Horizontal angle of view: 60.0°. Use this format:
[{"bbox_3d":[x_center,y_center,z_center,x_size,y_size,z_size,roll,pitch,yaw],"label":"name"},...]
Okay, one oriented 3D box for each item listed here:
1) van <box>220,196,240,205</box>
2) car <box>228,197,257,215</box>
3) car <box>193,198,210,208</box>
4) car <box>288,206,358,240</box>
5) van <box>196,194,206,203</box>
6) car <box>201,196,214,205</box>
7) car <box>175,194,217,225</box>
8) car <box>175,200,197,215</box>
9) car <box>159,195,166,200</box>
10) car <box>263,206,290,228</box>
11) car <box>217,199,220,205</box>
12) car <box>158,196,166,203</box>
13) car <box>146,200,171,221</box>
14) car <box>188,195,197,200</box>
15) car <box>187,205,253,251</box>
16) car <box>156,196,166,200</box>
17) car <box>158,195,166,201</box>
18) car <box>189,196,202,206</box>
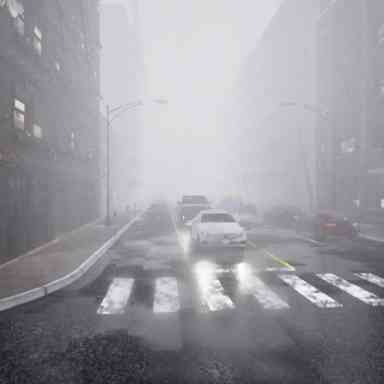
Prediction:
[{"bbox_3d":[4.717,1.333,38.641,1.690,1.788,3.998,0,0,-5],"label":"van"},{"bbox_3d":[5.183,1.537,33.137,1.887,1.381,4.507,0,0,-5],"label":"car"},{"bbox_3d":[1.343,1.593,47.923,1.895,1.301,4.718,0,0,-5],"label":"car"},{"bbox_3d":[6.579,1.576,16.626,1.802,1.307,4.206,0,0,-5],"label":"car"},{"bbox_3d":[1.926,1.339,71.664,1.690,1.788,3.998,-1,0,-5],"label":"van"},{"bbox_3d":[2.843,1.520,60.825,1.752,1.417,4.829,-1,0,-5],"label":"car"},{"bbox_3d":[0.137,1.214,24.091,2.150,2.045,5.566,0,0,-5],"label":"car"},{"bbox_3d":[-0.690,1.556,34.095,1.994,1.385,4.181,0,0,-5],"label":"car"},{"bbox_3d":[-8.284,1.553,92.986,1.887,1.381,4.507,0,0,-5],"label":"car"},{"bbox_3d":[6.113,1.559,22.130,1.947,1.339,4.313,0,0,-5],"label":"car"},{"bbox_3d":[4.253,1.558,44.145,1.947,1.339,4.313,0,0,-5],"label":"car"},{"bbox_3d":[-6.411,1.524,70.802,1.752,1.417,4.829,0,0,-5],"label":"car"},{"bbox_3d":[-2.704,1.558,26.940,1.947,1.339,4.313,0,0,-5],"label":"car"},{"bbox_3d":[0.068,1.559,93.679,2.008,1.369,4.403,-1,0,-5],"label":"car"},{"bbox_3d":[0.984,1.520,14.238,1.812,1.442,4.674,0,0,-5],"label":"car"},{"bbox_3d":[-4.099,1.537,43.452,1.887,1.381,4.507,0,0,-5],"label":"car"},{"bbox_3d":[-7.819,1.572,87.482,1.947,1.339,4.313,0,0,-5],"label":"car"},{"bbox_3d":[0.509,1.499,57.707,1.837,1.490,4.892,0,0,-5],"label":"car"}]
